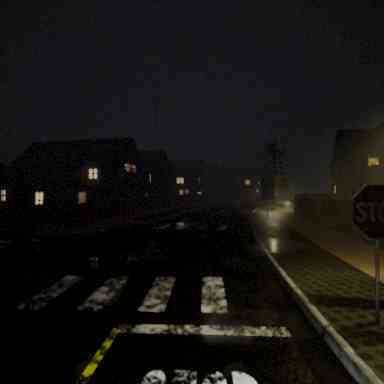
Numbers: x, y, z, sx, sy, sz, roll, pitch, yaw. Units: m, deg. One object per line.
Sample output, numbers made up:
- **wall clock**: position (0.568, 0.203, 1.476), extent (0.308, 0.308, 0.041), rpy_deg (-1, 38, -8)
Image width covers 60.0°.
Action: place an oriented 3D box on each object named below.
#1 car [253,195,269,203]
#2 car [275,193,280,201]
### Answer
- **car**: position (11.857, 1.132, 56.611), extent (1.895, 1.301, 4.718), rpy_deg (0, 1, 24)
- **car**: position (16.117, 0.916, 65.940), extent (2.128, 1.511, 4.902), rpy_deg (0, 1, 28)
